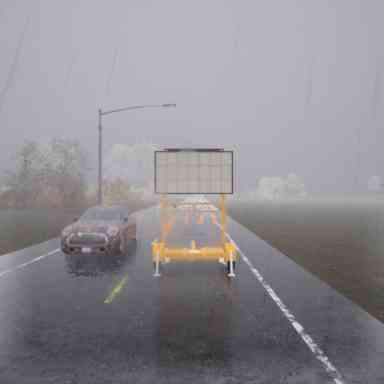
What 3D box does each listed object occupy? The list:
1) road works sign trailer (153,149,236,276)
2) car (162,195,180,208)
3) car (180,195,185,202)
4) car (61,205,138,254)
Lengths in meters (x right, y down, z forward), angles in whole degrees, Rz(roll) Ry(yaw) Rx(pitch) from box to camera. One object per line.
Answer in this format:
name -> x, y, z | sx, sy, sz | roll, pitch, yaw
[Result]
road works sign trailer -> 0.057, 0.468, 10.302 | 2.380, 3.560, 2.880 | 0, 0, -1
car -> -3.135, 1.529, 47.492 | 1.837, 1.490, 4.892 | 0, 0, 1
car -> -2.698, 1.526, 76.253 | 1.882, 1.535, 5.008 | 0, 0, 1
car -> -3.540, 1.357, 13.451 | 2.097, 1.767, 4.553 | 0, 0, 0
